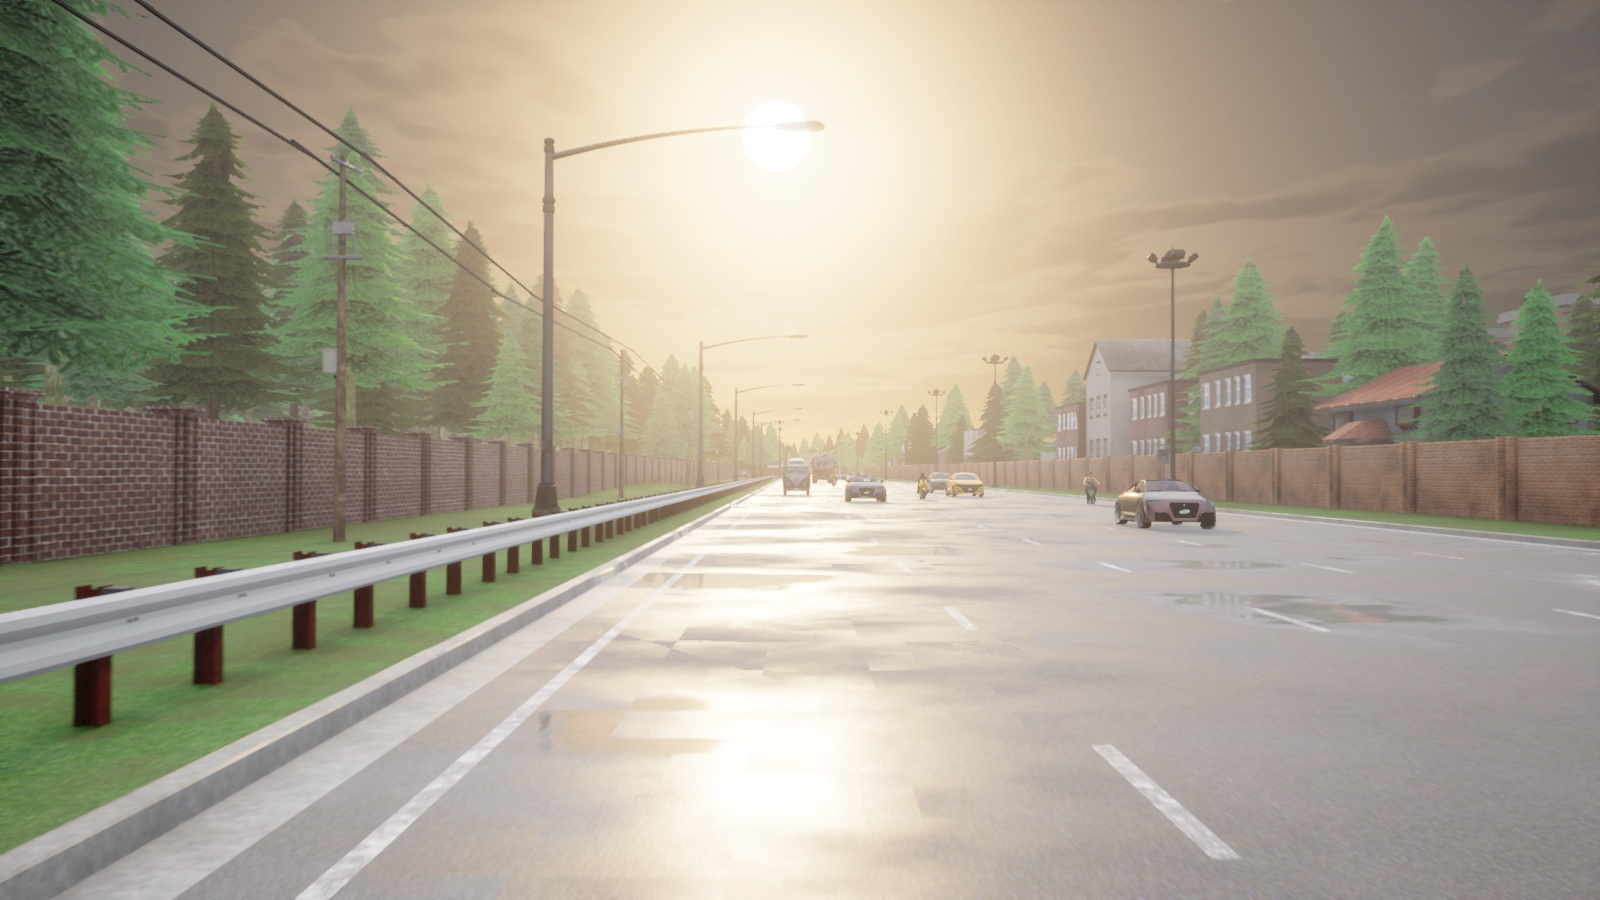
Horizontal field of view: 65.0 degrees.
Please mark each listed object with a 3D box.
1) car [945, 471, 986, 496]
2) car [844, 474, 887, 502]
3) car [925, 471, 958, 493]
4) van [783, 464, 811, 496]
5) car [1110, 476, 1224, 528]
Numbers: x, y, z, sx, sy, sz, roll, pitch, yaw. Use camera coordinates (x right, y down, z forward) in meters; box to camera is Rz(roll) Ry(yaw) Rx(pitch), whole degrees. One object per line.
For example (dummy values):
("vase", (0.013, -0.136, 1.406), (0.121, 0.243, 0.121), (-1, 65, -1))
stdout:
("car", (10.306, 2.065, 78.486), (1.882, 1.535, 5.008), (0, -1, 0))
("car", (3.340, 1.946, 64.573), (1.994, 1.385, 4.181), (0, -1, 0))
("car", (10.276, 2.310, 91.469), (1.837, 1.490, 4.892), (0, -1, 0))
("van", (-0.200, 1.916, 80.495), (1.775, 1.987, 4.442), (0, -1, 0))
("car", (10.411, 1.439, 35.948), (1.994, 1.385, 4.181), (0, -1, 0))
